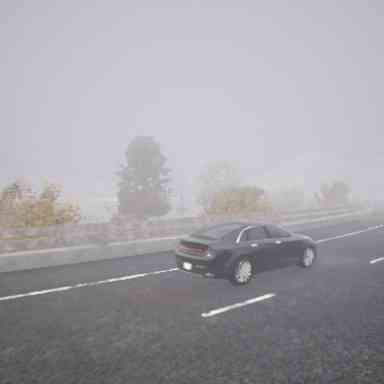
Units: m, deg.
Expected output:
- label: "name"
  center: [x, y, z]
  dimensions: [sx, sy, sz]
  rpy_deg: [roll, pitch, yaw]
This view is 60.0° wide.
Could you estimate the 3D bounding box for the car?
- label: "car"
  center: [1.772, 1.578, 9.736]
  dimensions: [4.892, 1.490, 1.837]
  rpy_deg: [0, 0, -39]
